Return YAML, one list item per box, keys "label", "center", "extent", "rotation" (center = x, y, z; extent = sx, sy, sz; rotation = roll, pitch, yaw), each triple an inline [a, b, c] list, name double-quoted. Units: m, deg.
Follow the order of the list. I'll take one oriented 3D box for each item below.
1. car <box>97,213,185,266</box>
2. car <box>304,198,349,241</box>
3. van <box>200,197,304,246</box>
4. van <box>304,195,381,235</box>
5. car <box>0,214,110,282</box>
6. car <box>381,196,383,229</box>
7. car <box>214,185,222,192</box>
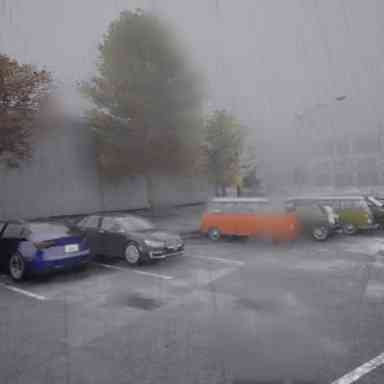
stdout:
- label: "car"
  center: [-2.479, 1.489, 11.600]
  extent: [4.892, 1.521, 2.231]
  rotation: [-1, -1, 36]
- label: "car"
  center: [5.017, 1.336, 16.621]
  extent: [4.553, 1.767, 2.185]
  rotation: [-1, 0, 36]
- label: "van"
  center: [2.403, 1.246, 15.030]
  extent: [4.442, 1.987, 1.878]
  rotation: [-1, 0, 36]
- label: "van"
  center: [7.581, 1.226, 18.250]
  extent: [4.442, 1.987, 1.878]
  rotation: [-1, -1, 36]
- label: "car"
  center: [-4.982, 1.527, 9.908]
  extent: [4.792, 1.488, 2.163]
  rotation: [-1, 0, 36]
- label: "car"
  center: [10.001, 1.193, 19.973]
  extent: [5.566, 2.045, 2.435]
  rotation: [-1, -1, 36]
- label: "car"
  center: [4.674, -0.682, 66.911]
  extent: [2.163, 1.488, 4.792]
  rotation: [1, 6, 17]
